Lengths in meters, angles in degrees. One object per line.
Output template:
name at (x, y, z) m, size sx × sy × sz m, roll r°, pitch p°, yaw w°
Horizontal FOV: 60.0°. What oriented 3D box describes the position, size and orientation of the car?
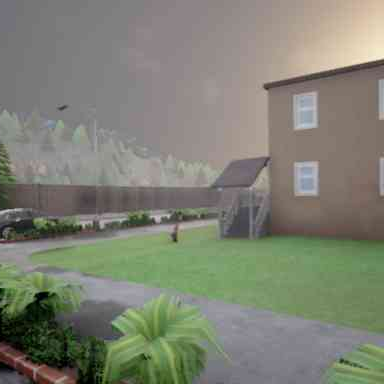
car at (-9.257, 1.703, 18.663) m, size 1.837 × 1.490 × 4.892 m, roll -1°, pitch 0°, yaw 36°
